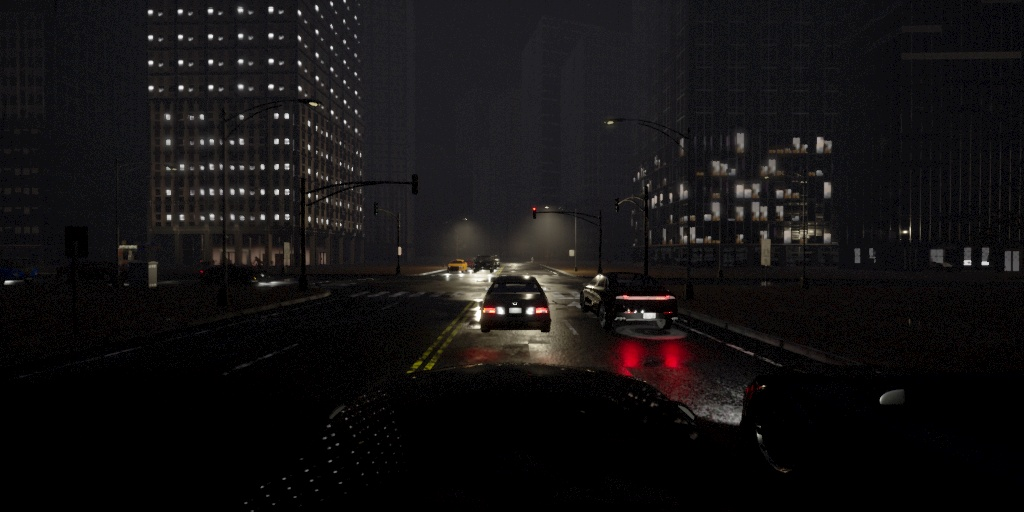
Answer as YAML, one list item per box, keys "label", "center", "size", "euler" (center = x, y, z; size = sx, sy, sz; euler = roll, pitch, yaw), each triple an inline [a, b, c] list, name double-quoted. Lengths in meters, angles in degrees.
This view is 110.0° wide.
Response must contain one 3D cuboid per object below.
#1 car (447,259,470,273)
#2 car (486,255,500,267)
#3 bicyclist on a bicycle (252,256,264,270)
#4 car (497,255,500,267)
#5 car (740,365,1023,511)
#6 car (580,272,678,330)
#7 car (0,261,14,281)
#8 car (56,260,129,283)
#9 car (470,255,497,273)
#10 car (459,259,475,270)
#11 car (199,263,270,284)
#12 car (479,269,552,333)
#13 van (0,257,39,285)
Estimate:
- label: "car"
  center: [-6.550, 1.193, 43.265]
  size: [1.882, 1.535, 5.008]
  euler: [0, 0, 0]
- label: "car"
  center: [-3.269, 0.896, 63.124]
  size: [2.150, 2.045, 5.566]
  euler: [0, 0, 0]
- label: "bicyclist on a bicycle"
  center: [-24.667, 0.868, 34.762]
  size: [0.582, 1.620, 1.656]
  euler: [0, 1, 1]
- label: "car"
  center: [-3.289, 1.048, 52.896]
  size: [2.097, 1.767, 4.553]
  euler: [0, 0, 0]
- label: "car"
  center: [3.354, 1.314, 1.988]
  size: [1.994, 1.385, 4.181]
  euler: [0, 0, 0]
- label: "car"
  center: [3.356, 1.238, 11.145]
  size: [2.128, 1.511, 4.902]
  euler: [0, 0, 0]
- label: "car"
  center: [-40.295, 1.093, 26.451]
  size: [4.674, 1.442, 1.812]
  euler: [0, 0, 2]
- label: "car"
  center: [-30.053, 1.093, 26.166]
  size: [5.008, 1.535, 1.882]
  euler: [0, 0, 2]
- label: "car"
  center: [-3.302, 0.937, 42.942]
  size: [2.150, 2.045, 5.566]
  euler: [0, 0, 0]
- label: "car"
  center: [-6.538, 1.223, 52.677]
  size: [1.812, 1.442, 4.674]
  euler: [0, 0, 0]
- label: "car"
  center: [-19.961, 1.227, 25.903]
  size: [4.181, 1.385, 1.994]
  euler: [0, 0, 1]
- label: "car"
  center: [0.109, 1.294, 10.732]
  size: [2.033, 1.411, 5.357]
  euler: [0, 0, 1]
- label: "van"
  center: [-33.910, 0.960, 23.682]
  size: [3.998, 1.789, 1.690]
  euler: [0, 0, 1]
